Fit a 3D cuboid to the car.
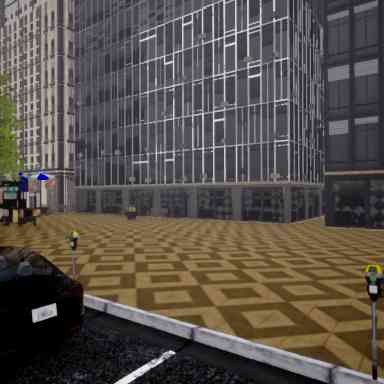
[{"bbox_3d":[-3.557,1.566,5.423,4.313,1.339,1.947,0,0,36],"label":"car"}]
